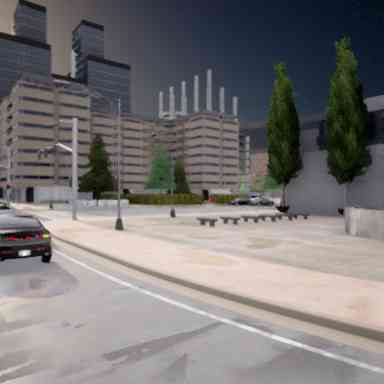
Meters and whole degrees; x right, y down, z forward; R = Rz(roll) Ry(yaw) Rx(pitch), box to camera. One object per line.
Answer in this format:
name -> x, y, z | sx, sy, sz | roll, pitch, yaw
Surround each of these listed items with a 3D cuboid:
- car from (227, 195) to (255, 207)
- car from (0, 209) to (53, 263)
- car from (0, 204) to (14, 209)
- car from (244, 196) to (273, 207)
car -> 8.348, 1.758, 58.164 | 5.008, 1.535, 1.882 | 0, 0, -37
car -> -6.213, 1.521, 11.337 | 1.837, 1.490, 4.892 | 0, -1, -38
car -> -13.817, 1.559, 23.510 | 1.812, 1.442, 4.674 | 0, 0, -11
car -> 11.662, 1.795, 56.280 | 4.892, 1.490, 1.837 | 1, -1, -37
